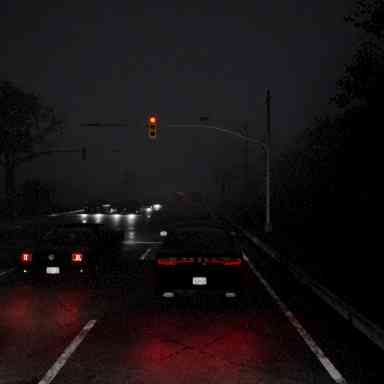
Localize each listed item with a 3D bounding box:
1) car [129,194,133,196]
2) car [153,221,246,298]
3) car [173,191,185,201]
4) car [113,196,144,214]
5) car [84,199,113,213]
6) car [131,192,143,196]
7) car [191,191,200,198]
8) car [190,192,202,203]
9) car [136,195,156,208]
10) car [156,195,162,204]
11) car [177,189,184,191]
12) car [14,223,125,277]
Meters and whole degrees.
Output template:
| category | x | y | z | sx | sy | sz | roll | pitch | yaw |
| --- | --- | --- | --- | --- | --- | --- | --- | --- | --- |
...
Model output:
| category | x | y | z | sx | sy | sz | roll | pitch | yaw |
| --- | --- | --- | --- | --- | --- | --- | --- | --- | --- |
| car | -10.109 | 1.478 | 46.886 | 1.882 | 1.535 | 5.008 | 0 | 0 | 1 |
| car | 0.157 | 1.478 | 8.564 | 1.882 | 1.535 | 5.008 | 0 | 0 | 0 |
| car | -2.779 | 1.070 | 66.912 | 2.033 | 1.411 | 5.357 | 0 | 3 | 1 |
| car | -6.742 | 1.505 | 35.848 | 1.837 | 1.490 | 4.892 | 0 | 0 | 1 |
| car | -10.235 | 1.505 | 36.413 | 1.837 | 1.490 | 4.892 | 0 | 0 | 1 |
| car | -9.938 | 1.076 | 59.407 | 2.150 | 2.045 | 5.566 | 0 | 3 | 1 |
| car | 0.848 | 0.561 | 77.644 | 1.895 | 1.301 | 4.718 | 0 | 3 | 1 |
| car | 0.766 | 0.948 | 62.688 | 2.150 | 2.045 | 5.566 | 0 | 2 | 1 |
| car | -6.603 | 1.525 | 47.217 | 1.812 | 1.442 | 4.674 | 0 | 0 | 1 |
| car | -6.449 | 1.363 | 59.127 | 2.128 | 1.511 | 4.902 | 0 | 2 | 1 |
| car | -2.656 | 0.173 | 77.289 | 2.097 | 1.767 | 4.553 | 0 | 3 | 1 |
| car | -3.368 | 1.601 | 10.241 | 1.895 | 1.301 | 4.718 | 0 | 0 | -1 |
